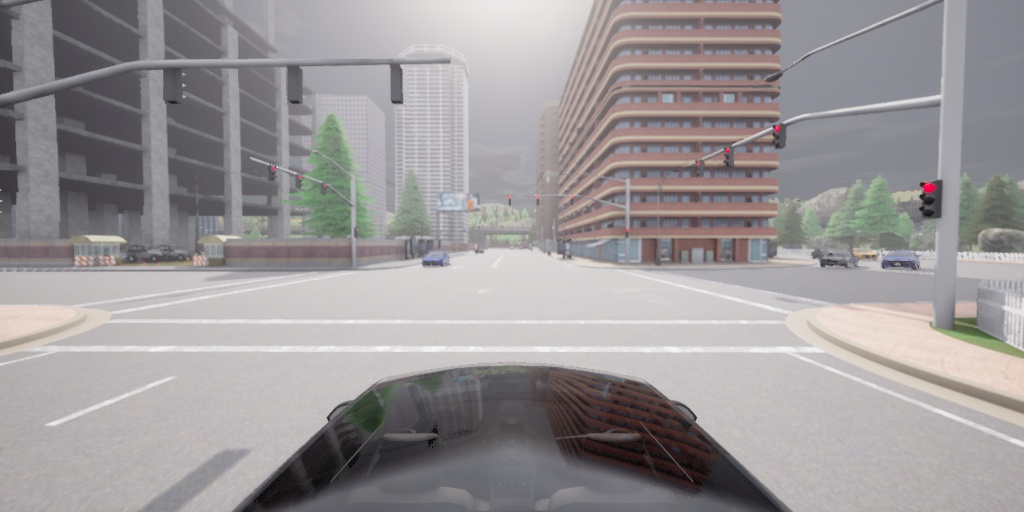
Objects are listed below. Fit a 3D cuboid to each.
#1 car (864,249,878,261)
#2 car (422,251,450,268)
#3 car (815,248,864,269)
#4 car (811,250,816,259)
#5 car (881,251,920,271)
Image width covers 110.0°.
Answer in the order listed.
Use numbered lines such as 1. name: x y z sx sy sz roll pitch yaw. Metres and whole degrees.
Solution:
1. car: 44.446 -0.213 45.843 1.882 1.535 5.008 1 2 21
2. car: -7.002 0.279 33.451 1.882 1.535 5.008 0 3 0
3. car: 28.418 0.274 31.089 4.892 1.490 1.837 -1 3 -36
4. car: 41.228 -0.213 47.202 1.837 1.490 4.892 1 2 21
5. car: 31.619 0.309 29.116 5.008 1.535 1.882 -2 3 -38
